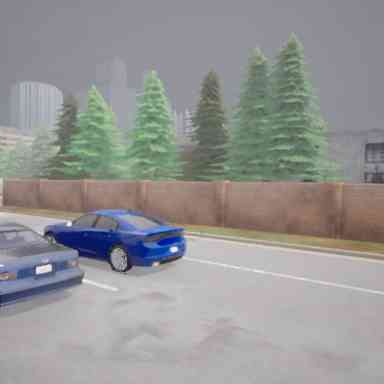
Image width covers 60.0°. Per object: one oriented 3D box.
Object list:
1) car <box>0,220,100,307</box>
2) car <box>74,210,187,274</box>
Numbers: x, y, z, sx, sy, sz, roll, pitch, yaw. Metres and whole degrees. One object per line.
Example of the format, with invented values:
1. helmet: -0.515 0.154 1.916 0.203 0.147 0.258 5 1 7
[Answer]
1. car: -4.651 1.329 7.247 5.357 1.411 2.033 2 1 35
2. car: -2.478 1.265 10.000 5.008 1.535 1.882 2 1 35
